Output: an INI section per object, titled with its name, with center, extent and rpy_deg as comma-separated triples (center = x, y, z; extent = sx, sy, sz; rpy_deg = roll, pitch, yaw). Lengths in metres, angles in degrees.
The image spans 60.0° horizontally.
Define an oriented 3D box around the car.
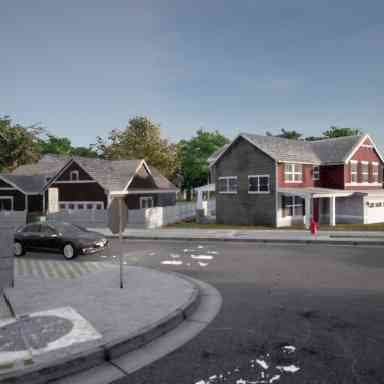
[car]
center = -6.035, 2.049, 14.867
extent = 4.892, 1.490, 1.837
rpy_deg = -2, 0, 22
